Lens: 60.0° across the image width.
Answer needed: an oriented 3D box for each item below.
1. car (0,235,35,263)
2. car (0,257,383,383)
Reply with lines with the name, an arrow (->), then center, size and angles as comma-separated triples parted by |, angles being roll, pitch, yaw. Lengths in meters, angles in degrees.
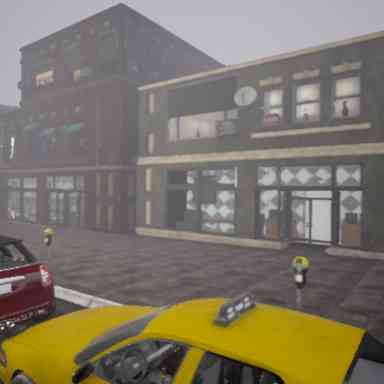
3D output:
car -> -4.330, 1.441, 5.945 | 4.097, 1.590, 1.967 | 0, 1, 36
car -> 0.128, 1.526, 2.769 | 4.829, 1.417, 1.752 | 0, 1, 36
